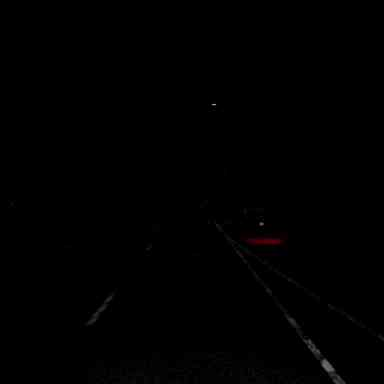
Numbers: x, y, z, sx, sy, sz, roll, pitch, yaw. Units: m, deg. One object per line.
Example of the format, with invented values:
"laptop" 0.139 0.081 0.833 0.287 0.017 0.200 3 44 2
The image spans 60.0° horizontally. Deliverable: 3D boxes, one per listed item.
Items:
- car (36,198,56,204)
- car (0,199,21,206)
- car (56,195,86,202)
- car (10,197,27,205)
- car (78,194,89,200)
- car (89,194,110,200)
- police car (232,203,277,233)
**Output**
"car" -21.060 1.604 48.680 1.882 1.535 5.008 0 0 0
"car" -17.591 1.641 29.775 1.994 1.385 4.181 0 0 0
"car" -17.562 1.633 48.587 1.837 1.490 4.892 0 -1 0
"car" -28.024 1.615 52.607 1.882 1.535 5.008 0 0 1
"car" -20.995 1.394 64.251 2.150 2.045 5.566 0 0 0
"car" -17.496 1.391 64.247 2.150 2.045 5.566 0 1 0
"police car" 3.615 1.479 20.099 1.930 1.638 5.238 0 0 -1
